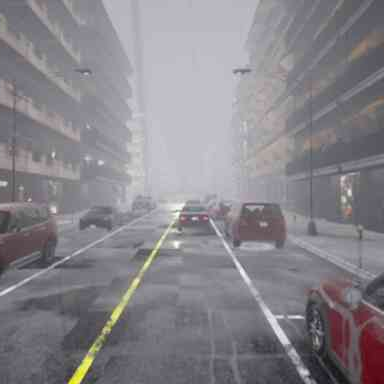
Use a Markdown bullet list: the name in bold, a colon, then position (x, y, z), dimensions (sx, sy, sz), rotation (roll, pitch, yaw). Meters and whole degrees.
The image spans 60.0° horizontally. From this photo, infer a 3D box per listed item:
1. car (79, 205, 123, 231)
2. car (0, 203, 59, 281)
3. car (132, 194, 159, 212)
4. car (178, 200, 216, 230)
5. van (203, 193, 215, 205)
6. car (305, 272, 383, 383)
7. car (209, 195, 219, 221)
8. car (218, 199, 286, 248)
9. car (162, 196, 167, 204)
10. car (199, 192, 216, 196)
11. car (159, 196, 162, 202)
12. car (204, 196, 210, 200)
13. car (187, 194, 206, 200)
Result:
- **car**: position (-5.280, 1.459, 19.905), dimensions (1.947, 1.339, 4.313), rotation (1, 0, 0)
- **car**: position (-5.283, 1.265, 8.841), dimensions (2.192, 1.841, 5.009), rotation (1, 0, 0)
- **car**: position (-5.259, 1.137, 36.493), dimensions (2.192, 1.841, 5.009), rotation (1, 0, 0)
- **car**: position (0.120, 1.439, 19.997), dimensions (2.033, 1.411, 5.357), rotation (0, 0, 0)
- **van**: position (2.601, 1.110, 53.026), dimensions (1.690, 1.788, 3.998), rotation (1, 0, 0)
- **car**: position (2.596, 1.421, 3.244), dimensions (1.967, 1.590, 4.097), rotation (1, 0, 0)
- **car**: position (2.574, 1.308, 25.369), dimensions (1.967, 1.590, 4.097), rotation (1, 0, 0)
- **car**: position (2.567, 1.235, 14.305), dimensions (2.192, 1.841, 5.009), rotation (1, 0, 0)
- **car**: position (-5.245, 1.337, 58.620), dimensions (1.802, 1.307, 4.206), rotation (1, 0, 0)
- **car**: position (2.597, 1.100, 47.494), dimensions (2.192, 1.841, 5.009), rotation (1, 0, 0)
- **car**: position (-5.259, 1.347, 42.026), dimensions (1.887, 1.381, 4.507), rotation (1, 0, 0)
- **car**: position (2.582, 1.404, 36.432), dimensions (1.802, 1.307, 4.206), rotation (1, 0, 0)
- **car**: position (0.138, 1.306, 38.548), dimensions (2.128, 1.511, 4.902), rotation (0, 0, 0)
